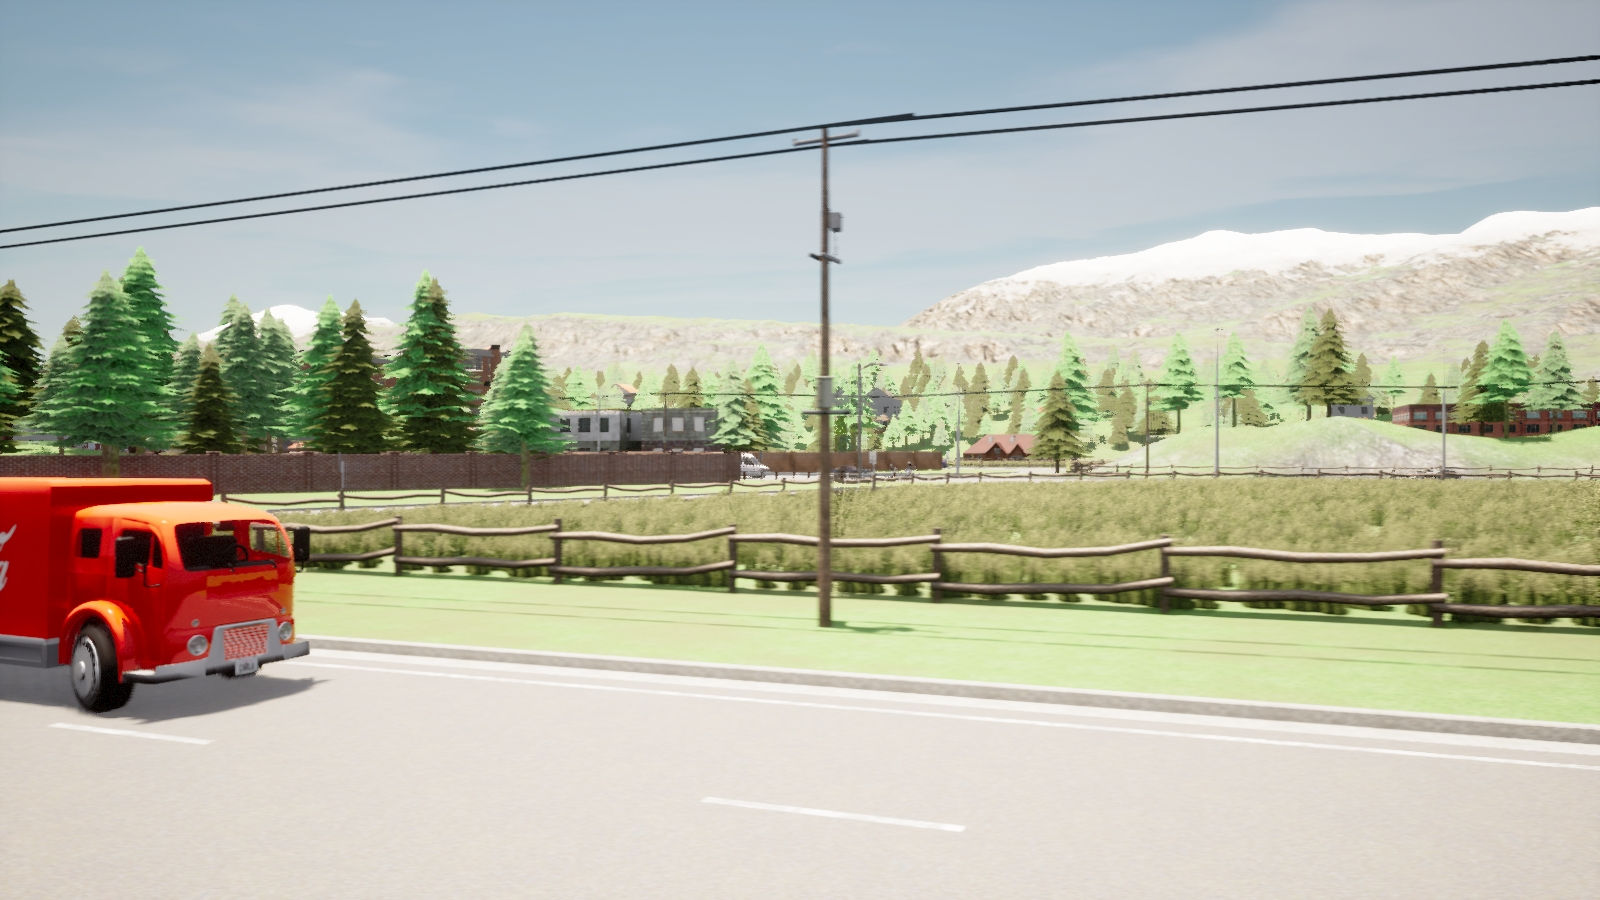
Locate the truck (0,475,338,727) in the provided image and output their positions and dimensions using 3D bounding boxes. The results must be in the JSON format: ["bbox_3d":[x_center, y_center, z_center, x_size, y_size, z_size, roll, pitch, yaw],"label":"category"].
[{"bbox_3d":[-8.542,1.566,13.728,5.204,2.467,2.627,0,-1,23],"label":"truck"}]
